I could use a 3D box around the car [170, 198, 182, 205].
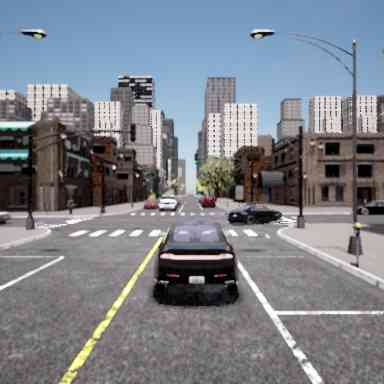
[{"bbox_3d":[-3.089,1.816,64.668,2.033,1.411,5.357,0,0,0],"label":"car"}]

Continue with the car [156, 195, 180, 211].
[{"bbox_3d":[-3.146,1.395,44.286,2.150,2.045,5.566,0,0,0],"label":"car"}]

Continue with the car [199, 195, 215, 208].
[{"bbox_3d":[2.619,1.526,52.758,2.192,1.841,5.009,0,0,0],"label":"car"}]

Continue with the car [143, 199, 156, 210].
[{"bbox_3d":[-5.842,1.731,47.223,1.887,1.381,4.507,0,0,0],"label":"car"}]

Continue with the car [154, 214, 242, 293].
[{"bbox_3d":[0.089,1.524,8.969,2.128,1.511,4.902,0,0,0],"label":"car"}]

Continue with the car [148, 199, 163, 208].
[{"bbox_3d":[-5.762,1.777,52.745,1.947,1.339,4.313,0,0,0],"label":"car"}]

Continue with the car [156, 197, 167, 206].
[{"bbox_3d":[-5.776,1.788,63.626,1.752,1.417,4.829,0,0,0],"label":"car"}]

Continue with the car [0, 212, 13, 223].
[{"bbox_3d":[-16.599,1.869,25.726,4.718,1.301,1.895,-1,0,0],"label":"car"}]

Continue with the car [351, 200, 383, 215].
[{"bbox_3d":[17.445,1.474,31.577,4.313,1.339,1.947,-1,0,0],"label":"car"}]

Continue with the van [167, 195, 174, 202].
[{"bbox_3d":[-5.815,1.750,91.422,1.690,1.788,3.998,0,0,0],"label":"van"}]

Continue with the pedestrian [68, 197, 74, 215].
[{"bbox_3d":[-12.559,1.416,34.473,0.375,1.860,0.375,0,0,0],"label":"pedestrian"}]

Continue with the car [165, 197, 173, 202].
[{"bbox_3d":[-5.808,1.902,85.726,1.752,1.417,4.829,0,0,0],"label":"car"}]

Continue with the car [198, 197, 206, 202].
[{"bbox_3d":[2.572,1.960,85.907,1.802,1.307,4.206,0,0,0],"label":"car"}]

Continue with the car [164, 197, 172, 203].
[{"bbox_3d":[-5.800,1.930,80.371,1.802,1.307,4.206,0,0,0],"label":"car"}]

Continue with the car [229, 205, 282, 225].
[{"bbox_3d":[4.685,1.613,24.476,4.181,1.385,1.994,-1,-1,-35],"label":"car"}]
